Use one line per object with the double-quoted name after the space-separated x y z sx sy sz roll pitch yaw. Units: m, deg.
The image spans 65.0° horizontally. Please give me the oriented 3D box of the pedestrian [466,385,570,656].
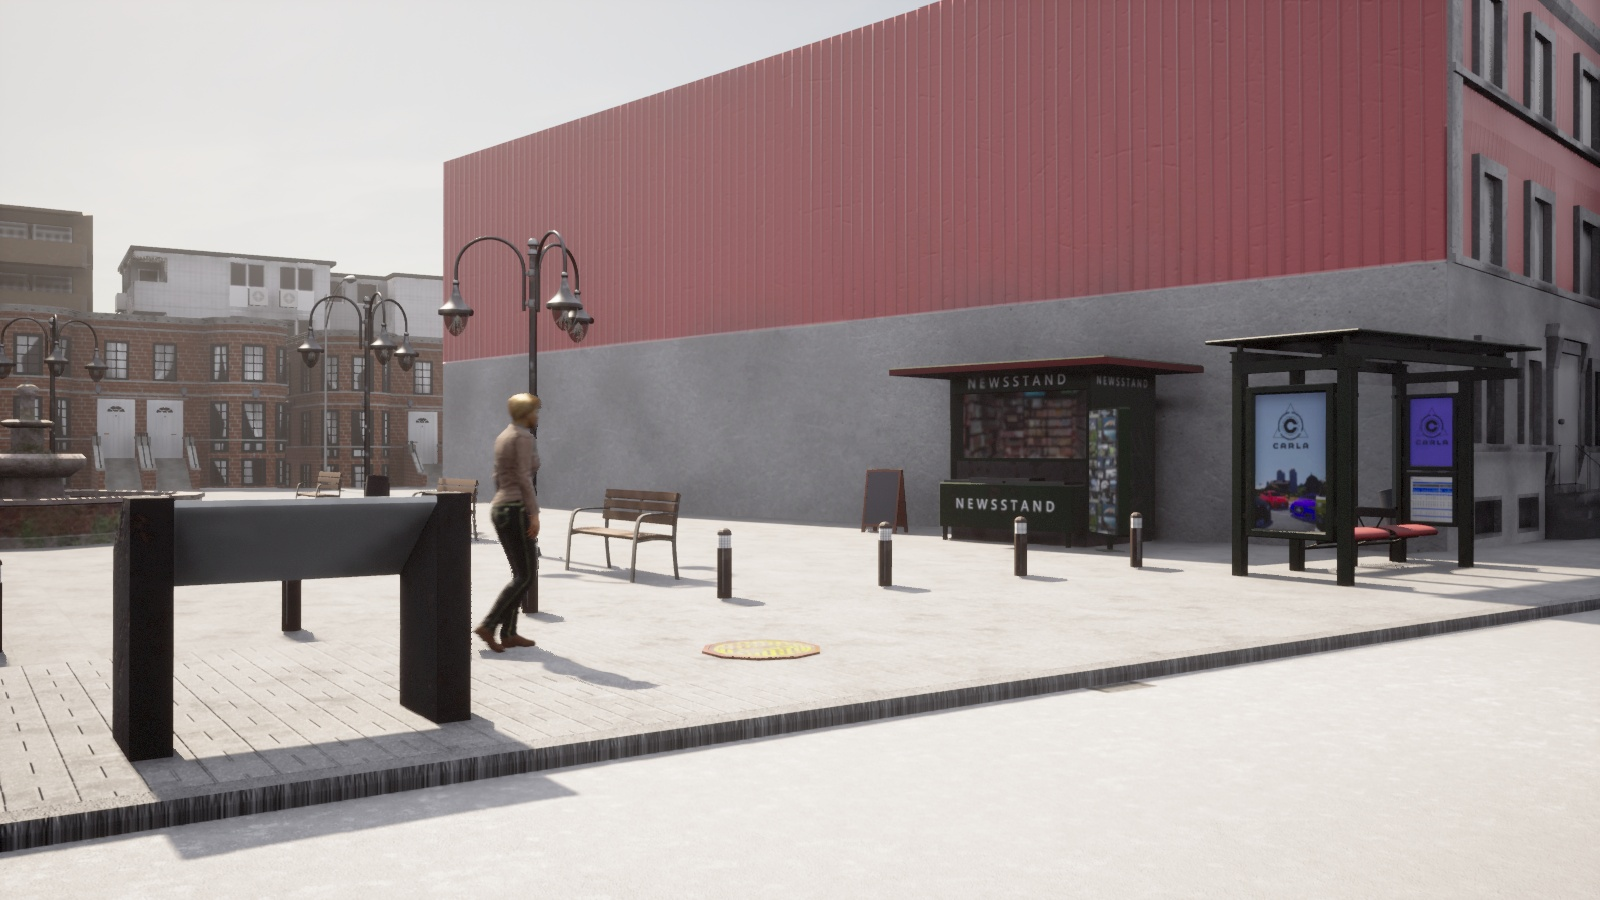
-1.991 0.480 8.865 0.634 1.846 0.331 0 0 -35 "pedestrian"
